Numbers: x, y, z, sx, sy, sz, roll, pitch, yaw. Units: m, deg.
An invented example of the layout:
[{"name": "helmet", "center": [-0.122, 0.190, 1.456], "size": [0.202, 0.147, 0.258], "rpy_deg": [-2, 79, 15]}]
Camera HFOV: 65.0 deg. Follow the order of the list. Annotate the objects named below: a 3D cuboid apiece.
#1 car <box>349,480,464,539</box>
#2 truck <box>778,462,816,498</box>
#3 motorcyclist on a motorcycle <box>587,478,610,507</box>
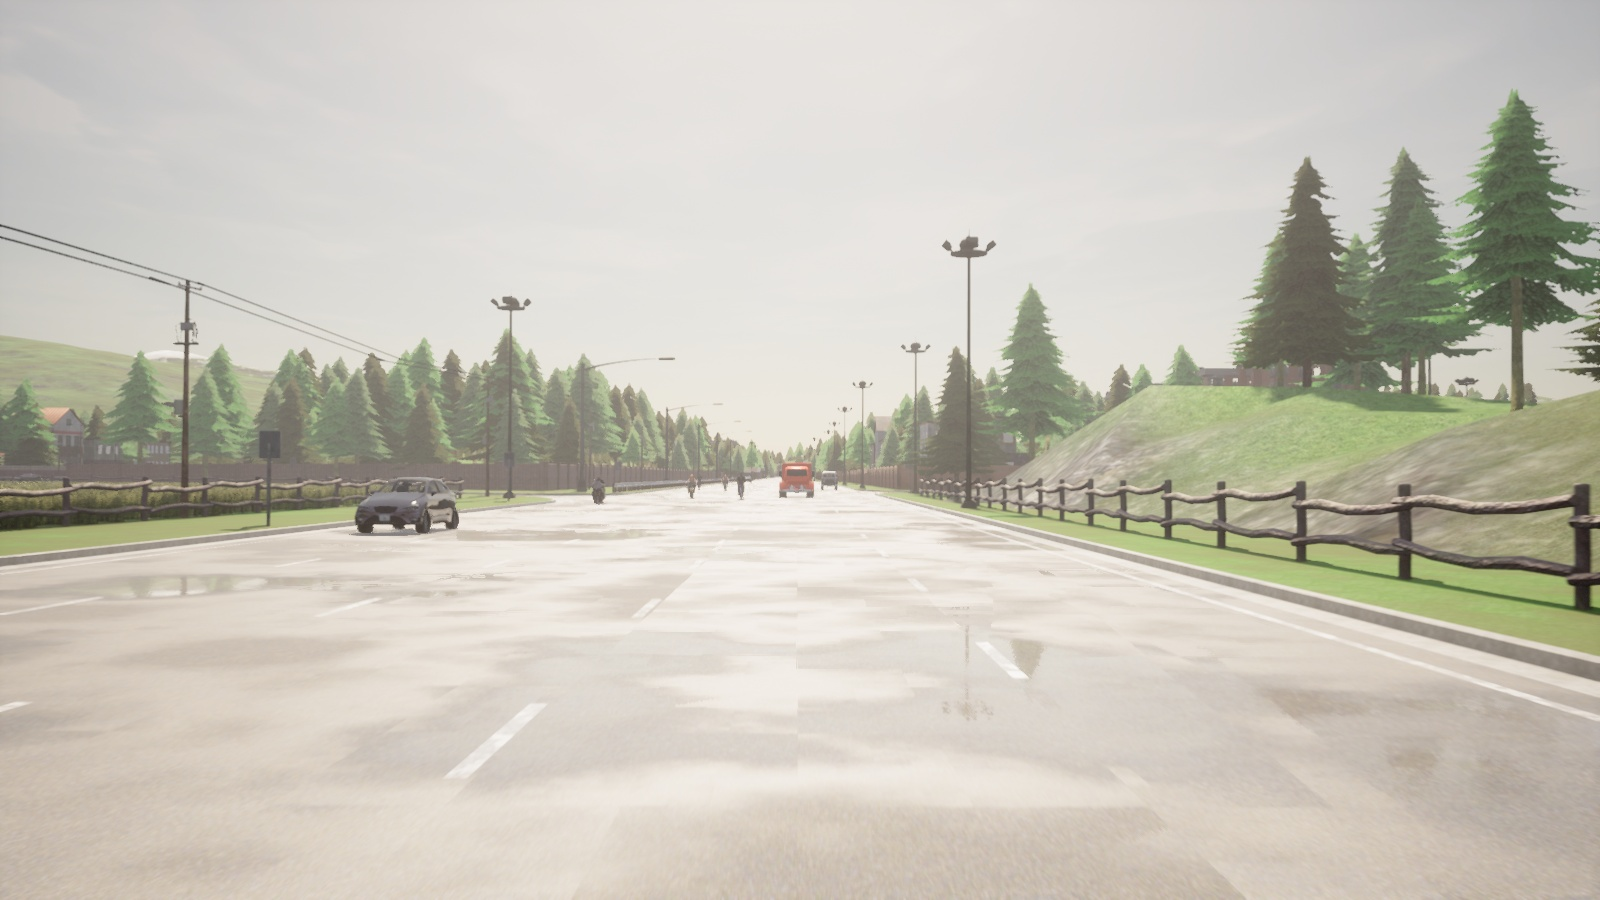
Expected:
[{"name": "car", "center": [-10.584, 1.567, 34.055], "size": [1.816, 1.474, 4.193], "rpy_deg": [0, -1, 0]}, {"name": "truck", "center": [-0.223, 2.159, 89.674], "size": [2.627, 2.467, 5.204], "rpy_deg": [0, -1, 0]}, {"name": "motorcyclist on a motorcycle", "center": [-10.664, 2.250, 66.590], "size": [0.866, 1.530, 2.191], "rpy_deg": [0, -1, 0]}]
